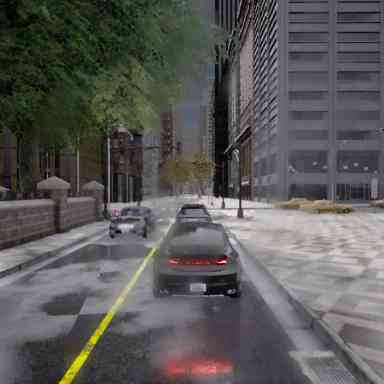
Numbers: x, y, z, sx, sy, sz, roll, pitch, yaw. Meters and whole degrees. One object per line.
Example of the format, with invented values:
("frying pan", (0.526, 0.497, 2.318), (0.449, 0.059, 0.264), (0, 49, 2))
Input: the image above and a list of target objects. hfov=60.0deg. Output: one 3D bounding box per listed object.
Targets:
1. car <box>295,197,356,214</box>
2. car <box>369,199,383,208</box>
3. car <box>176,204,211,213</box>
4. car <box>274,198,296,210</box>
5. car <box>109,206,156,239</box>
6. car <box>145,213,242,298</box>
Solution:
("car", (12.407, 1.342, 30.579), (4.829, 1.417, 1.752), (-1, 1, 0))
("car", (23.445, 1.145, 39.043), (4.829, 1.417, 1.752), (-1, 1, 0))
("car", (0.098, 1.441, 18.651), (2.033, 1.649, 4.856), (0, 0, 1))
("car", (12.104, 1.330, 39.106), (4.829, 1.417, 1.752), (-1, 1, 0))
("car", (-2.989, 1.502, 17.513), (2.128, 1.511, 4.902), (0, 0, 1))
("car", (0.113, 1.508, 8.521), (1.837, 1.490, 4.892), (0, 0, 0))
